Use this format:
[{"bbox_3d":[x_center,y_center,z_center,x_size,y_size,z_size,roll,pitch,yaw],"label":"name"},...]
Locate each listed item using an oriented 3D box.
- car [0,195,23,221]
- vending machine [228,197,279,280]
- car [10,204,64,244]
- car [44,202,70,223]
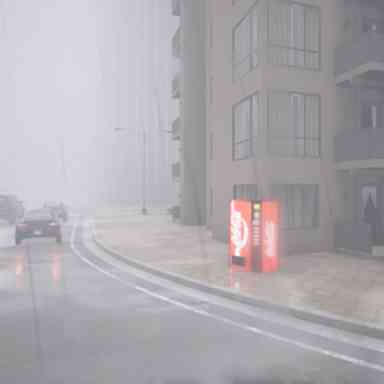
[{"bbox_3d":[-13.840,1.224,24.365,2.150,2.045,5.566,0,0,-18],"label":"car"},{"bbox_3d":[1.700,1.195,9.166,1.100,2.100,0.880,0,0,-42],"label":"vending machine"},{"bbox_3d":[-7.247,1.526,15.953,1.812,1.442,4.674,0,0,-21],"label":"car"},{"bbox_3d":[-10.340,1.491,24.987,2.128,1.511,4.902,0,0,-18],"label":"car"}]
